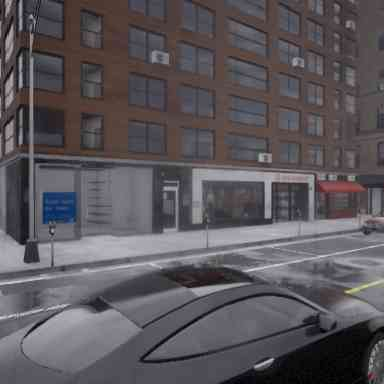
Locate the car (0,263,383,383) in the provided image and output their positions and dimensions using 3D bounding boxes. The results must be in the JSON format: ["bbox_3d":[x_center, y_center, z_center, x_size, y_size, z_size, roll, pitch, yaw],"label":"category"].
[{"bbox_3d":[0.285,1.525,3.484,4.674,1.442,1.812,0,0,-36],"label":"car"}]

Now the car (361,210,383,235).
[{"bbox_3d":[10.616,1.582,17.470,4.206,1.307,1.802,0,0,-35],"label":"car"}]
